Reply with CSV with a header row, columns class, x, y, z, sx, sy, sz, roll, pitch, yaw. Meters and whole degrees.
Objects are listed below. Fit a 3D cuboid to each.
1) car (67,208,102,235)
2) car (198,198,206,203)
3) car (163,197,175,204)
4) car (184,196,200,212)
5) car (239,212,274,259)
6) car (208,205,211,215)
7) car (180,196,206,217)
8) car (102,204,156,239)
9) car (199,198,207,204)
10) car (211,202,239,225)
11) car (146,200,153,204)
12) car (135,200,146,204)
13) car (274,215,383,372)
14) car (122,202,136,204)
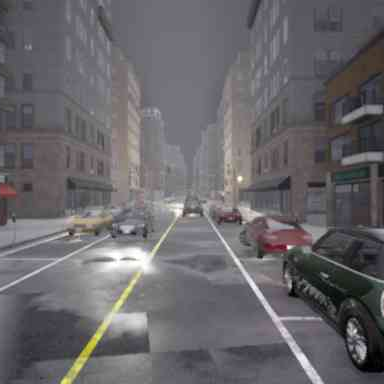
class,x,y,z,sx,sy,sz,roll,pitch,yaw
car,-5.837,1.655,19.619,1.752,1.417,4.829,0,0,0
car,2.546,2.212,85.698,1.947,1.339,4.313,0,-1,0
car,-5.931,2.145,80.120,2.008,1.369,4.403,0,0,0
car,0.063,1.547,46.412,2.150,2.045,5.566,0,0,1
car,3.158,1.611,12.905,1.812,1.442,4.674,0,0,0
car,2.697,1.753,30.775,1.887,1.381,4.507,0,0,0
car,0.108,1.590,34.698,2.097,1.767,4.553,0,0,0
car,-3.087,1.611,18.186,2.128,1.511,4.902,0,0,0
car,2.594,2.141,80.192,1.887,1.381,4.507,0,-1,0
car,2.694,1.714,25.284,1.887,1.381,4.507,0,0,0
car,-5.821,1.729,41.761,1.967,1.590,4.097,0,0,0
car,-5.828,1.648,30.774,1.967,1.590,4.097,0,0,0
car,3.118,1.391,5.876,2.097,1.767,4.553,0,0,0
car,-5.833,1.719,25.281,2.008,1.369,4.403,0,0,0
